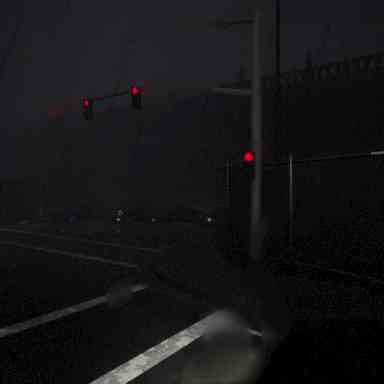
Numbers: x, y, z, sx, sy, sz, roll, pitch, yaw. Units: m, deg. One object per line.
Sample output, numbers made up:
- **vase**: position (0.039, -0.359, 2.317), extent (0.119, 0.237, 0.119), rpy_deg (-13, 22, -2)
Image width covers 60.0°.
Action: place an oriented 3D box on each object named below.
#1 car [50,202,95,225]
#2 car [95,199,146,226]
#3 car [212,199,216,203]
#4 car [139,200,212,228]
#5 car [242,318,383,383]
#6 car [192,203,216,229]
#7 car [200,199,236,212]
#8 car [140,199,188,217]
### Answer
- **car**: position (-8.190, 1.533, 25.163), extent (1.882, 1.535, 5.008), rpy_deg (0, 0, 35)
- **car**: position (-4.406, 1.407, 24.442), extent (2.097, 1.767, 4.553), rpy_deg (0, 0, 35)
- **car**: position (0.945, 1.533, 31.964), extent (1.882, 1.535, 5.008), rpy_deg (0, 0, 35)
- **car**: position (-0.998, 1.547, 22.852), extent (2.128, 1.511, 4.902), rpy_deg (0, 0, 35)
- **car**: position (2.931, 1.547, 1.876), extent (5.357, 1.411, 2.033), rpy_deg (0, 0, 36)
- **car**: position (2.193, 1.619, 21.302), extent (1.994, 1.385, 4.181), rpy_deg (0, 0, 35)
- **car**: position (3.311, 1.603, 41.329), extent (2.033, 1.411, 5.357), rpy_deg (0, 0, 35)
- **car**: position (-2.680, 1.533, 32.909), extent (1.882, 1.535, 5.008), rpy_deg (0, 0, 35)
